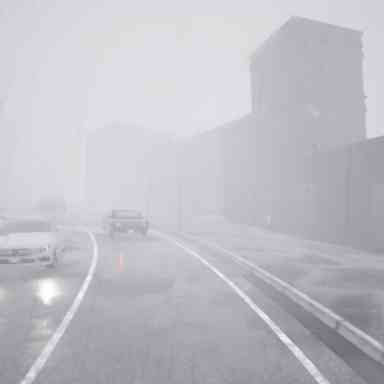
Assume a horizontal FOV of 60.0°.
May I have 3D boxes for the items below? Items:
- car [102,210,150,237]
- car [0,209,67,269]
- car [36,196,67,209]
[{"bbox_3d":[-3.798,1.626,18.358,1.895,1.301,4.718,1,0,-21],"label":"car"},{"bbox_3d":[-5.282,1.508,11.021,1.812,1.442,4.674,1,0,-15],"label":"car"},{"bbox_3d":[-15.376,1.230,36.307,2.097,1.767,4.553,3,-1,-40],"label":"car"}]
